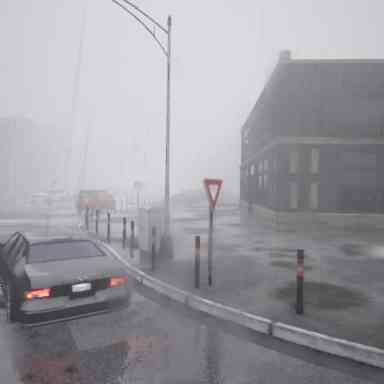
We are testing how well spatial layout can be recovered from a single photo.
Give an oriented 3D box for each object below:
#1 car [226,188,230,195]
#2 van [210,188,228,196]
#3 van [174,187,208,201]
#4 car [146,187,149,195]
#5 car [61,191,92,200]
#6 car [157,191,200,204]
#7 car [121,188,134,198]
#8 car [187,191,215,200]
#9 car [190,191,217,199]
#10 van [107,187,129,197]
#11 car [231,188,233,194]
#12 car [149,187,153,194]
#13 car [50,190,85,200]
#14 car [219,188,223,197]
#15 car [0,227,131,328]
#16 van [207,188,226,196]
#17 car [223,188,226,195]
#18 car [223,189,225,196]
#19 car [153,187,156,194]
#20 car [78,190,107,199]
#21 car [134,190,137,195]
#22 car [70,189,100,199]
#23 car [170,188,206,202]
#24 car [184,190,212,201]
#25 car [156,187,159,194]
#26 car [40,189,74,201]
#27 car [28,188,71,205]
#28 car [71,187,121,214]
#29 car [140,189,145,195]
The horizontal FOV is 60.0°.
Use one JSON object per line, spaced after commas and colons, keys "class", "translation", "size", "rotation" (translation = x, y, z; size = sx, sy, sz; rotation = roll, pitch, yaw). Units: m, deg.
{"class": "car", "translation": [5.761, 0.014, 81.342], "size": [5.566, 2.045, 2.435], "rotation": [1, 1, 12]}
{"class": "van", "translation": [7.010, -0.058, 86.758], "size": [4.442, 1.987, 1.878], "rotation": [1, 1, 12]}
{"class": "van", "translation": [-0.169, 0.573, 54.321], "size": [4.442, 1.987, 1.878], "rotation": [1, 1, 12]}
{"class": "car", "translation": [-14.197, -0.159, 84.493], "size": [4.553, 1.767, 2.185], "rotation": [1, 1, 12]}
{"class": "car", "translation": [-19.974, 0.521, 57.535], "size": [4.674, 1.452, 2.002], "rotation": [1, 1, 12]}
{"class": "car", "translation": [-1.831, 0.954, 46.150], "size": [4.792, 1.488, 2.163], "rotation": [1, 1, 12]}
{"class": "car", "translation": [-13.593, 0.477, 65.324], "size": [1.994, 1.385, 4.181], "rotation": [1, 1, 12]}
{"class": "car", "translation": [1.682, 0.640, 62.457], "size": [5.008, 1.535, 2.097], "rotation": [1, 1, 12]}
{"class": "car", "translation": [2.249, 0.588, 65.050], "size": [4.892, 1.521, 2.231], "rotation": [1, 1, 12]}
{"class": "van", "translation": [-16.411, -0.052, 73.687], "size": [4.442, 1.987, 1.878], "rotation": [1, 1, 12]}
{"class": "car", "translation": [8.026, 0.100, 92.229], "size": [4.792, 1.488, 2.163], "rotation": [1, 1, 12]}
{"class": "car", "translation": [-13.649, -0.081, 87.196], "size": [4.892, 1.521, 2.231], "rotation": [1, 1, 12]}
{"class": "car", "translation": [-20.556, 0.527, 54.840], "size": [5.008, 1.535, 2.097], "rotation": [1, 1, 12]}
{"class": "car", "translation": [2.855, 0.281, 67.755], "size": [5.566, 2.045, 2.435], "rotation": [1, 1, 12]}
{"class": "car", "translation": [-3.122, 1.503, 7.261], "size": [2.033, 1.411, 5.357], "rotation": [0, 1, -34]}
{"class": "van", "translation": [6.201, -0.014, 84.091], "size": [4.442, 1.987, 1.878], "rotation": [1, 1, 12]}
{"class": "car", "translation": [3.988, 0.168, 73.325], "size": [5.566, 2.045, 2.435], "rotation": [1, 1, 12]}
{"class": "car", "translation": [3.587, 0.476, 70.446], "size": [5.366, 1.575, 1.946], "rotation": [1, 1, 12]}
{"class": "car", "translation": [-13.074, -0.129, 89.893], "size": [4.892, 1.521, 2.231], "rotation": [1, 1, 12]}
{"class": "car", "translation": [-18.832, 0.386, 62.933], "size": [4.892, 1.521, 2.231], "rotation": [1, 1, 12]}
{"class": "car", "translation": [-15.958, 0.119, 76.414], "size": [5.008, 1.535, 2.097], "rotation": [1, 1, 12]}
{"class": "car", "translation": [-19.370, 0.309, 60.222], "size": [4.553, 1.767, 2.185], "rotation": [1, 1, 12]}
{"class": "car", "translation": [-0.633, 0.722, 51.449], "size": [4.553, 1.767, 2.185], "rotation": [1, 1, 12]}
{"class": "car", "translation": [1.112, 0.573, 59.607], "size": [4.553, 1.767, 2.185], "rotation": [1, 1, 12]}
{"class": "car", "translation": [-12.500, -0.175, 92.589], "size": [4.892, 1.521, 2.231], "rotation": [1, 1, 12]}
{"class": "car", "translation": [-21.094, 0.444, 52.129], "size": [4.553, 1.767, 2.185], "rotation": [1, 1, 12]}
{"class": "car", "translation": [-18.566, 0.500, 43.193], "size": [2.150, 2.045, 5.566], "rotation": [1, 1, 15]}
{"class": "car", "translation": [-8.702, 0.831, 30.682], "size": [2.150, 2.045, 5.566], "rotation": [1, 1, 4]}
{"class": "car", "translation": [-14.833, -0.110, 81.809], "size": [4.553, 1.767, 2.185], "rotation": [1, 1, 12]}
